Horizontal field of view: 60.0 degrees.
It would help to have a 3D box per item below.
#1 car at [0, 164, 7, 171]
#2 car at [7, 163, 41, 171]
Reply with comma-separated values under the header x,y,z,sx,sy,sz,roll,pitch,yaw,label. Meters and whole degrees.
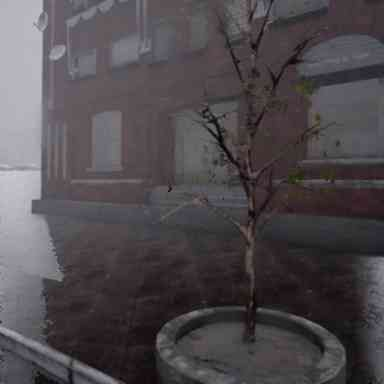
x,y,z,sx,sy,sz,roll,pitch,yaw,label
-27.900,-3.442,49.206,4.674,1.452,2.002,1,1,28,car
-23.067,-3.379,46.751,4.892,1.521,2.231,1,1,27,car
